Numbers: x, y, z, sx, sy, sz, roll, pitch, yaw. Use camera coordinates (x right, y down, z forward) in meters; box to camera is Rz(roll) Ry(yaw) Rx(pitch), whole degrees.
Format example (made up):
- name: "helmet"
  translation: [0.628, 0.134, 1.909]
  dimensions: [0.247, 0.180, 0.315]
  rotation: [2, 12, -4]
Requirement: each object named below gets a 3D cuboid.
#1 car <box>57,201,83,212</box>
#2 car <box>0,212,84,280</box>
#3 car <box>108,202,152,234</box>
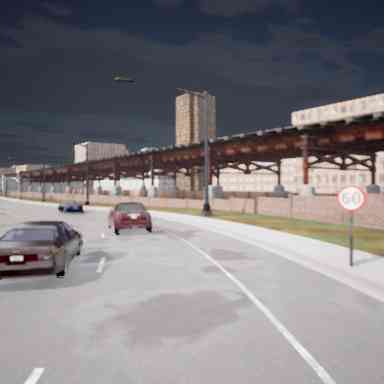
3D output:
- name: "car"
  translation: [-13.934, 1.701, 38.045]
  dimensions: [1.994, 1.385, 4.181]
  rotation: [-1, 0, -35]
- name: "car"
  translation: [-4.549, 1.587, 10.146]
  dimensions: [2.033, 1.411, 5.357]
  rotation: [-1, 0, -11]
- name: "car"
  translation: [-3.804, 1.373, 19.886]
  dimensions: [2.097, 1.767, 4.553]
  rotation: [-1, 0, -19]
